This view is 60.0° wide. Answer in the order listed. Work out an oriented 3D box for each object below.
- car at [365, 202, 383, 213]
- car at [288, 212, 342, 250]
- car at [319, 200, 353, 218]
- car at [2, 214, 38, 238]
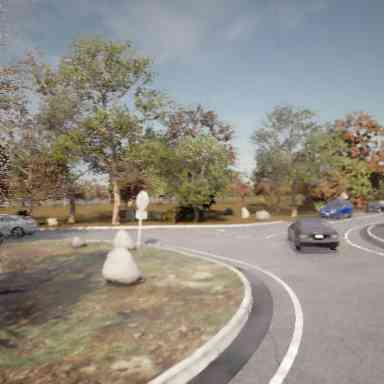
[{"bbox_3d":[26.916,2.275,48.814,1.837,1.490,4.892,-2,-1,44],"label":"car"},{"bbox_3d":[5.890,1.955,16.484,2.033,1.411,5.357,-1,-1,12],"label":"car"},{"bbox_3d":[16.383,2.004,37.627,2.150,2.045,5.566,-2,-1,44],"label":"car"},{"bbox_3d":[-12.538,2.202,21.483,4.674,1.442,1.812,-1,0,-20],"label":"car"}]
